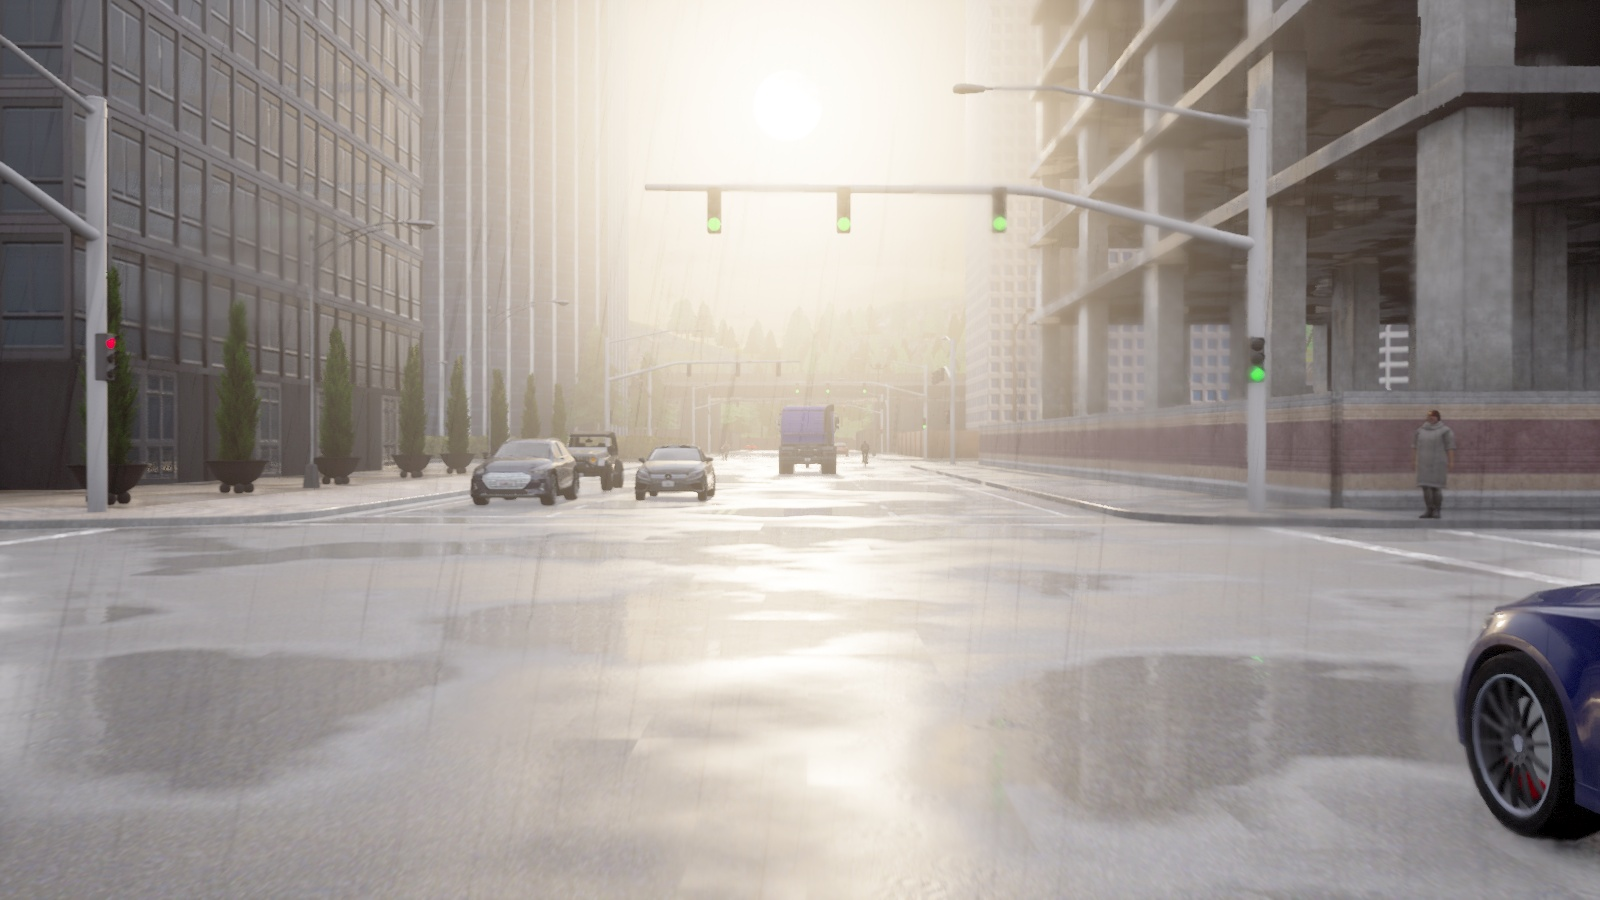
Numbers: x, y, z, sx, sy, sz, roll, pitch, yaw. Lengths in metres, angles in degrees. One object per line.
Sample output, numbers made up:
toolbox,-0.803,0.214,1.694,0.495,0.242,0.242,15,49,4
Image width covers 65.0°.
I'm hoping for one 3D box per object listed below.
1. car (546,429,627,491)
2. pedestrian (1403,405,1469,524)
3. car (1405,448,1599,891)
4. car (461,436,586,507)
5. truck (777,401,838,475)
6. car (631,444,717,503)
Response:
car,-6.757,0.304,40.111,1.905,1.878,3.866,0,0,0
pedestrian,10.692,0.241,21.116,0.873,1.952,0.659,0,0,-37
car,3.534,0.744,3.129,1.812,1.442,4.674,0,1,0
car,-6.806,0.488,31.449,2.033,1.649,4.856,0,0,0
truck,0.373,-0.591,62.751,2.891,3.462,7.936,0,0,0
car,-3.294,0.576,33.680,1.812,1.442,4.674,0,0,0
